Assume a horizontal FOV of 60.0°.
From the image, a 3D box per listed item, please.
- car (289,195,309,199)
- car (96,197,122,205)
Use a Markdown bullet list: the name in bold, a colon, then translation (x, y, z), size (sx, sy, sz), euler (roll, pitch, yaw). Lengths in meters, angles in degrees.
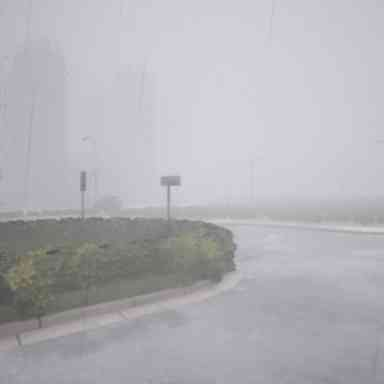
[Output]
- **car**: translation (17.960, 1.254, 56.967), size (1.994, 1.385, 4.181), euler (0, 0, -35)
- **car**: translation (-10.206, 1.384, 40.587), size (2.242, 1.667, 4.611), euler (0, 0, -36)
